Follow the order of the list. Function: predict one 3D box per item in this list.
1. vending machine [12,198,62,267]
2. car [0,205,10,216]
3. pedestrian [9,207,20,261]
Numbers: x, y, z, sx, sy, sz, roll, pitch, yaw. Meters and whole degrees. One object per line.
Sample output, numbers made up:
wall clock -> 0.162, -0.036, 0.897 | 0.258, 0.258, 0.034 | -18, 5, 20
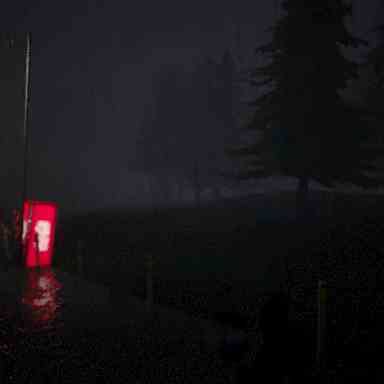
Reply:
vending machine -> -5.204, 1.328, 11.186 | 1.100, 2.100, 0.880 | 7, 0, -41
car -> -21.817, 2.008, 36.409 | 2.033, 1.411, 5.357 | 3, -2, -9
pedestrian -> -5.981, 1.423, 11.505 | 0.375, 1.860, 0.375 | -4, 6, -40
